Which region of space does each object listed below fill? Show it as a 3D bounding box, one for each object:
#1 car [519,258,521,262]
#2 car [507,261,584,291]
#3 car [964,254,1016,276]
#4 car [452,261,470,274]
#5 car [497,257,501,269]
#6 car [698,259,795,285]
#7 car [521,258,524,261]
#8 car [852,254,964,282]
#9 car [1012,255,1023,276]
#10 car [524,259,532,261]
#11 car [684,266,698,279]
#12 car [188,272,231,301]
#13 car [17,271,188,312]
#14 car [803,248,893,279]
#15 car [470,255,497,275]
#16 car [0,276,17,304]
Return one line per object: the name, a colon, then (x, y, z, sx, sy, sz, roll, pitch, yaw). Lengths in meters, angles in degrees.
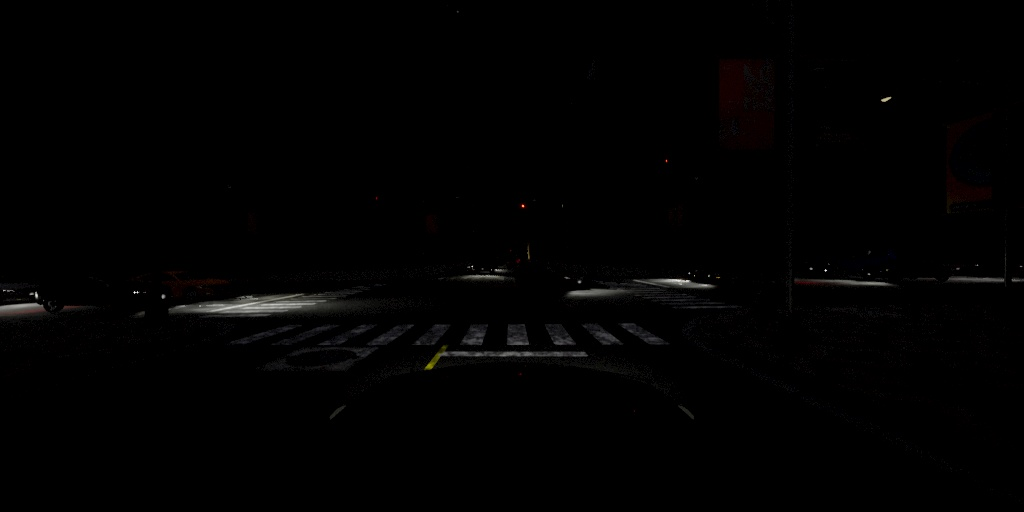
car: (2.661, 1.311, 57.422, 2.007, 1.370, 4.403, 0, 0, 0)
car: (2.140, 1.243, 21.747, 1.812, 1.442, 4.674, -2, 0, -45)
car: (34.357, 0.604, 25.640, 4.902, 1.511, 2.128, -1, 0, 0)
car: (-5.787, 1.305, 41.053, 2.007, 1.370, 4.403, 0, 0, 0)
car: (-3.183, 1.323, 55.422, 1.994, 1.385, 4.181, 0, 0, 0)
car: (14.734, 0.964, 22.351, 4.892, 1.490, 1.837, -1, 0, 2)
car: (2.686, 1.303, 51.978, 1.888, 1.381, 4.507, 0, 0, 0)
car: (24.617, 0.811, 22.389, 4.674, 1.442, 1.812, -1, 0, 0)
car: (34.944, 0.709, 22.394, 4.718, 1.301, 1.895, -1, 0, 0)
car: (2.738, 1.305, 41.089, 2.007, 1.370, 4.403, 0, 0, 0)
car: (14.661, 1.019, 25.621, 4.181, 1.385, 1.994, -1, 0, 0)
car: (-17.647, 1.528, 18.878, 5.008, 1.535, 1.882, -1, 0, 2)
car: (-17.625, 1.547, 15.634, 4.902, 1.511, 2.128, -1, 0, 2)
car: (24.137, 0.510, 25.636, 5.566, 2.045, 2.150, -1, 0, 0)
car: (-3.121, 0.969, 40.431, 2.150, 2.045, 5.566, 0, 1, 0)
car: (-27.622, 1.763, 18.861, 4.674, 1.442, 1.812, -1, 0, 0)
